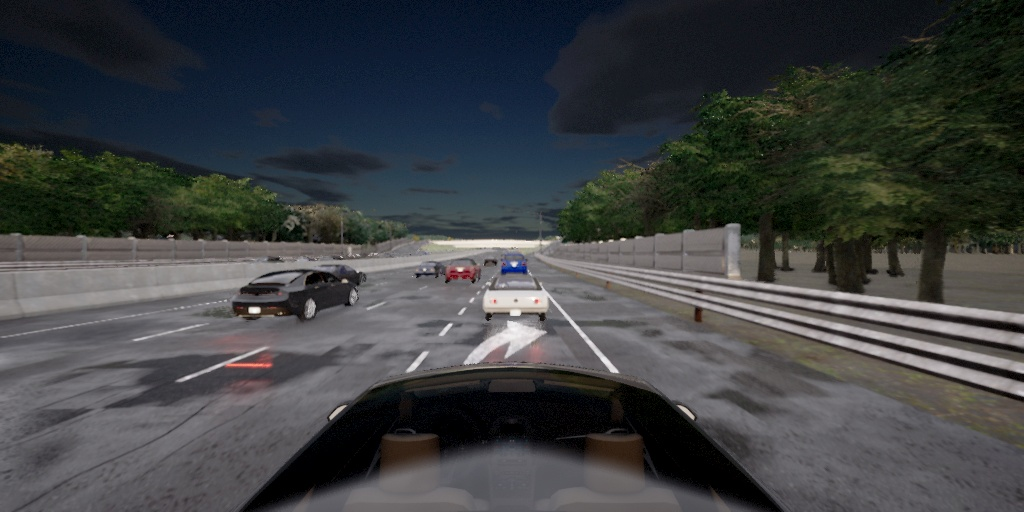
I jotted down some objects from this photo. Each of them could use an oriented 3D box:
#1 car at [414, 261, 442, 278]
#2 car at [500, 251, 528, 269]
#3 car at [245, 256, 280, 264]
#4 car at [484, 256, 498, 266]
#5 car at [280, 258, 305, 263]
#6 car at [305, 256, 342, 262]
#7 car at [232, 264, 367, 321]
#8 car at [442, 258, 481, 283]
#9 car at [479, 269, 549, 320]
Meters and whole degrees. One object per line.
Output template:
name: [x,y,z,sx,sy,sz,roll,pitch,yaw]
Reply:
car: [-6.820,1.118,30.534,2.033,1.411,5.357,0,0,0]
car: [0.183,0.791,30.747,2.150,2.045,5.566,0,0,0]
car: [-27.929,0.847,40.467,2.097,1.767,4.553,0,1,1]
car: [-3.208,0.744,56.011,1.882,1.535,5.008,0,1,1]
car: [-24.418,1.006,41.945,1.812,1.442,4.674,0,1,1]
car: [-20.931,0.844,40.796,2.097,1.767,4.553,0,1,1]
car: [-6.889,1.190,12.021,1.837,1.490,4.892,0,0,0]
car: [-3.443,0.950,26.050,2.097,1.767,4.553,0,0,0]
car: [0.110,1.285,12.283,1.895,1.301,4.718,0,0,0]
